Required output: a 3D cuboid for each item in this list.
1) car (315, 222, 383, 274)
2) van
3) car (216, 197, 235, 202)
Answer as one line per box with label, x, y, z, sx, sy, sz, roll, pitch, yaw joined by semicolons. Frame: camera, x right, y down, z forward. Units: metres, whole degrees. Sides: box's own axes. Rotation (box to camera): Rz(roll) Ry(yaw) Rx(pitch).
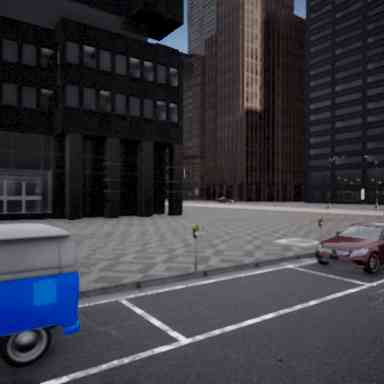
car;5.775;1.658;10.762;4.206;1.307;1.802;0;0;-35
van;-3.471;1.337;4.175;3.998;1.788;1.690;0;0;-35
car;6.917;1.694;68.628;1.812;1.442;4.674;0;0;-36
